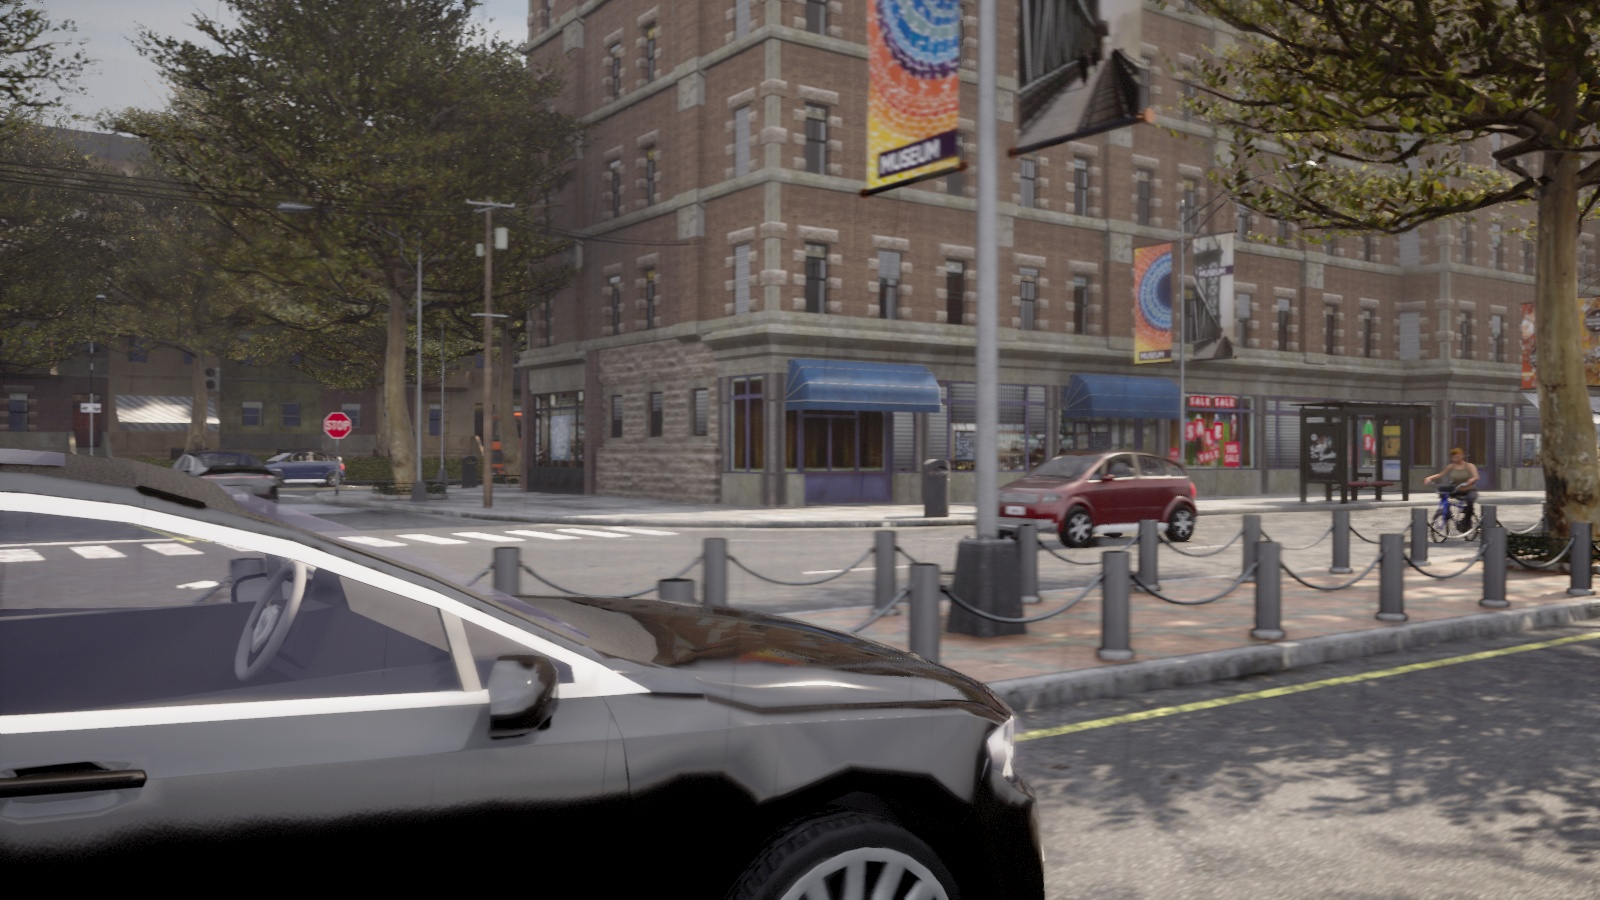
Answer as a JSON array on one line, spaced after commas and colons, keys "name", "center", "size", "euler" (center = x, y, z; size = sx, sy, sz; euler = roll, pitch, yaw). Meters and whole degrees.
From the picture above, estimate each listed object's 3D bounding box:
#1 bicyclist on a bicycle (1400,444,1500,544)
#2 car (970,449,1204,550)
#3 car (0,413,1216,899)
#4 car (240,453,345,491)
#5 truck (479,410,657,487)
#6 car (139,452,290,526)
[{"name": "bicyclist on a bicycle", "center": [10.843, 0.710, 20.947], "size": [1.509, 1.612, 0.866], "euler": [0, 0, -35]}, {"name": "car", "center": [4.835, 0.765, 21.035], "size": [3.705, 1.549, 1.789], "euler": [0, 0, -35]}, {"name": "car", "center": [-1.605, 0.711, 2.542], "size": [4.902, 1.511, 2.128], "euler": [0, 0, -35]}, {"name": "car", "center": [-21.282, 0.898, 52.739], "size": [1.789, 1.549, 3.705], "euler": [-1, -1, 45]}, {"name": "truck", "center": [-11.105, -0.065, 60.549], "size": [7.936, 3.462, 2.891], "euler": [0, 0, -35]}, {"name": "car", "center": [-13.200, 0.798, 28.124], "size": [2.128, 1.511, 4.902], "euler": [0, 0, -37]}]
